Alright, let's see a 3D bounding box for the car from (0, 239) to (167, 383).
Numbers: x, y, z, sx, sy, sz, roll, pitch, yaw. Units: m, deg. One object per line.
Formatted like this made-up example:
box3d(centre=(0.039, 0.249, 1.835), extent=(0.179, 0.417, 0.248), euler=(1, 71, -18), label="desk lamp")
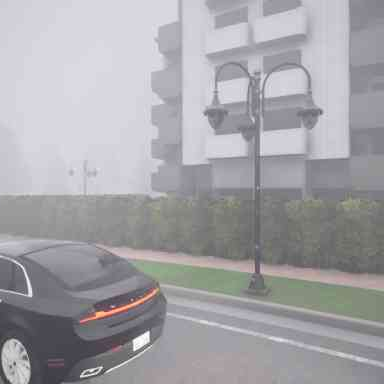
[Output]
box3d(centre=(-2.681, 1.505, 5.149), extent=(4.892, 1.490, 1.837), euler=(0, 0, 31), label="car")
